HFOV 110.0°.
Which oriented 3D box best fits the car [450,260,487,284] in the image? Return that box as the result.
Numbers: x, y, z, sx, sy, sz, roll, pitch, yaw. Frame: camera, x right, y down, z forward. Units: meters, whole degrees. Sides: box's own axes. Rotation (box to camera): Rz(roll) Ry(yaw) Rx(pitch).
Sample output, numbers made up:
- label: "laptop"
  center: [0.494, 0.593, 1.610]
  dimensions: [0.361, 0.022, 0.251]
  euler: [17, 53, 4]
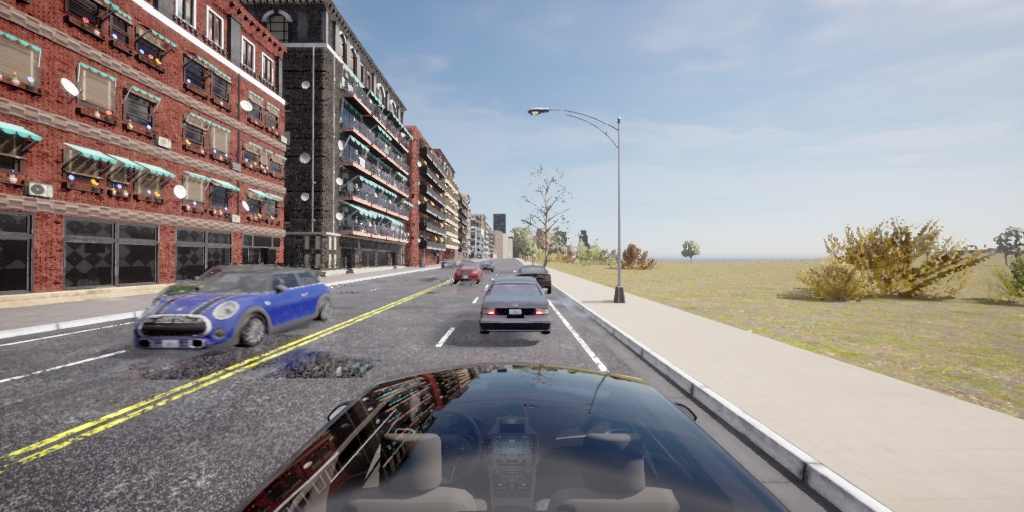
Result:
- label: "car"
  center: [-3.174, 1.278, 26.787]
  dimensions: [1.812, 1.442, 4.674]
  euler: [0, 0, 0]

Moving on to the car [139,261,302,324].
- label: "car"
  center: [-9.862, 1.103, 12.771]
  dimensions: [2.097, 1.767, 4.553]
  euler: [0, 0, 0]

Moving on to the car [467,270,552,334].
- label: "car"
  center: [0.094, 1.299, 10.564]
  dimensions: [2.033, 1.411, 5.357]
  euler: [0, 0, 0]

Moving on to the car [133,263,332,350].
- label: "car"
  center: [-6.608, 1.103, 9.174]
  dimensions: [2.097, 1.767, 4.553]
  euler: [0, 0, 0]

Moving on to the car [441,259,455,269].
- label: "car"
  center: [-9.890, 1.241, 56.191]
  dimensions: [2.128, 1.511, 4.902]
  euler: [0, 0, 0]

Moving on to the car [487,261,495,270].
- label: "car"
  center: [-3.190, 1.298, 45.532]
  dimensions: [2.033, 1.411, 5.357]
  euler: [0, 0, 0]

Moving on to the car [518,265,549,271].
- label: "car"
  center: [1.119, 1.230, 20.327]
  dimensions: [1.882, 1.535, 5.008]
  euler: [0, 0, 0]
